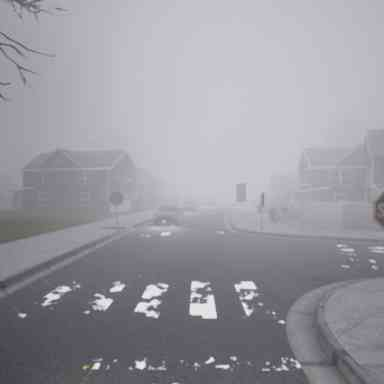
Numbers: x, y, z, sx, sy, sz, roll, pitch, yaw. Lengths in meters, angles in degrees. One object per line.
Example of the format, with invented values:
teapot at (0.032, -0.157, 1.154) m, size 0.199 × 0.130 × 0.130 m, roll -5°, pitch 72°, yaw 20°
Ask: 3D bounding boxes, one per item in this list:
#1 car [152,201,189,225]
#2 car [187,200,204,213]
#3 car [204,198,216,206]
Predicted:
car at (-1.702, 1.677, 25.581) m, size 2.033 × 1.411 × 5.357 m, roll 0°, pitch 0°, yaw 5°
car at (-0.123, 1.759, 40.744) m, size 2.033 × 1.411 × 5.357 m, roll 0°, pitch 0°, yaw 7°
car at (3.253, 1.826, 61.303) m, size 2.128 × 1.511 × 4.902 m, roll 0°, pitch 0°, yaw 11°
